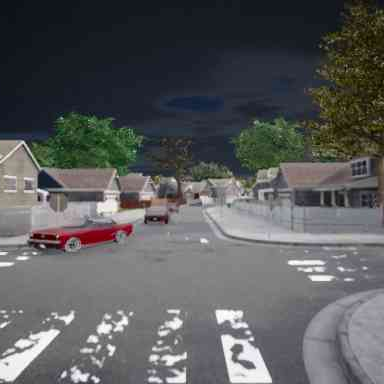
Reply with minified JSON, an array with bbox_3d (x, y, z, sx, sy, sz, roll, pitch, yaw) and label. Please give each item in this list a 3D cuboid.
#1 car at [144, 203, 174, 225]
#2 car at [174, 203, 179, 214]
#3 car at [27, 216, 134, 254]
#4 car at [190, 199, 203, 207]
[{"bbox_3d":[-2.770,1.791,27.537,1.882,1.535,5.008,0,-1,0],"label":"car"},{"bbox_3d":[-2.670,2.052,42.866,1.994,1.385,4.181,0,-1,1],"label":"car"},{"bbox_3d":[-4.722,1.778,14.737,1.895,1.301,4.718,0,0,27],"label":"car"},{"bbox_3d":[0.961,2.265,68.462,1.837,1.490,4.892,0,-1,18],"label":"car"}]
